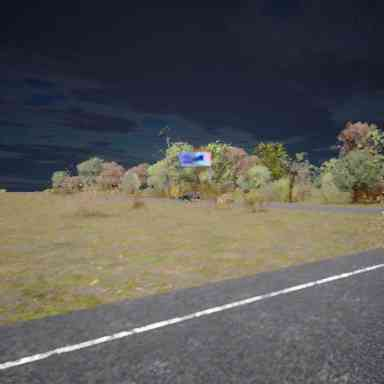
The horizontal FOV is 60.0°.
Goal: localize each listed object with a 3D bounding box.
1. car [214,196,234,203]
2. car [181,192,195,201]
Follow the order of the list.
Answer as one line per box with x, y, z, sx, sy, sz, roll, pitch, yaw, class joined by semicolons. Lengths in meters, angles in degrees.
6.096;1.433;62.925;1.994;1.385;4.181;0;0;-34;car
-0.249;0.957;72.399;2.150;2.045;5.566;0;0;-34;car
